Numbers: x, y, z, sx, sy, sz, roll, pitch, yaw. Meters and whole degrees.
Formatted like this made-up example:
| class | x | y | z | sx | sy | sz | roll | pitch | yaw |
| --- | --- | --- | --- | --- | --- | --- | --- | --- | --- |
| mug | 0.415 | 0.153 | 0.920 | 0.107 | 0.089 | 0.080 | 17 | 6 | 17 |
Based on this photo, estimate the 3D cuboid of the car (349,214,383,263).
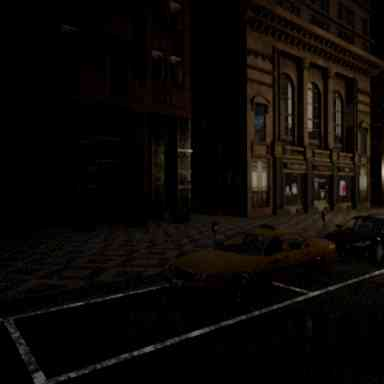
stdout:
| class | x | y | z | sx | sy | sz | roll | pitch | yaw |
| --- | --- | --- | --- | --- | --- | --- | --- | --- | --- |
| car | 6.242 | 1.469 | 11.503 | 4.403 | 1.369 | 2.008 | 0 | 0 | -37 |

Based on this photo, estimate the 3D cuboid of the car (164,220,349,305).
| class | x | y | z | sx | sy | sz | roll | pitch | yaw |
| --- | --- | --- | --- | --- | --- | --- | --- | --- | --- |
| car | 1.625 | 1.482 | 8.003 | 4.829 | 1.417 | 1.752 | 0 | 0 | -37 |
